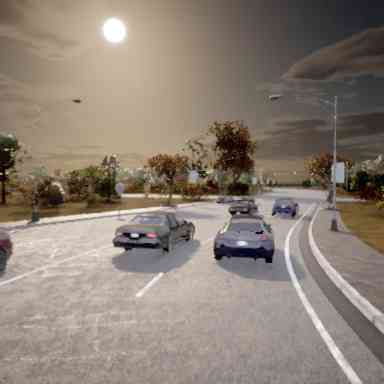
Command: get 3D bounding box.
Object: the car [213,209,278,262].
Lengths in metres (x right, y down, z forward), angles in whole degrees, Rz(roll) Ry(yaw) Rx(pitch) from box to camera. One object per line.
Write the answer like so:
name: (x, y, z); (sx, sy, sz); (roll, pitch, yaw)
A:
car: (2.028, 1.578, 12.341); (1.994, 1.385, 4.181); (1, 0, 13)

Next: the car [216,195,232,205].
car: (5.149, 1.203, 50.772); (1.994, 1.385, 4.181); (1, 1, 23)

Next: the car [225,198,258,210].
car: (4.908, 1.559, 31.226); (1.895, 1.301, 4.718); (1, 1, 22)

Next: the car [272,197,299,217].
car: (9.121, 1.343, 32.258); (2.097, 1.767, 4.553); (1, 1, 22)

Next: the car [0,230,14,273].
car: (-6.243, 1.465, 7.753); (1.812, 1.442, 4.674); (0, 0, 9)

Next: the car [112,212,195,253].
car: (-1.325, 1.521, 13.730); (2.033, 1.411, 5.357); (1, 0, 14)

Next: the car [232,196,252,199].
car: (7.697, 1.320, 47.794); (1.895, 1.301, 4.718); (1, 1, 23)
